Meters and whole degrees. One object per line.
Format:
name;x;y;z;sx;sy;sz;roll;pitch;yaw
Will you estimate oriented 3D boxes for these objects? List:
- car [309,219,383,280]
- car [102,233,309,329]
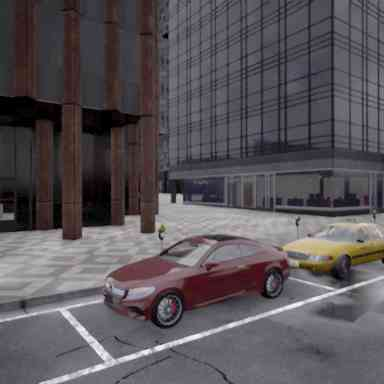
car;4.575;1.513;9.948;4.829;1.417;1.752;0;0;-36
car;0.296;1.576;6.875;4.206;1.307;1.802;0;0;-36
